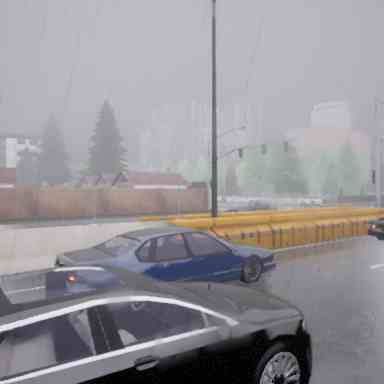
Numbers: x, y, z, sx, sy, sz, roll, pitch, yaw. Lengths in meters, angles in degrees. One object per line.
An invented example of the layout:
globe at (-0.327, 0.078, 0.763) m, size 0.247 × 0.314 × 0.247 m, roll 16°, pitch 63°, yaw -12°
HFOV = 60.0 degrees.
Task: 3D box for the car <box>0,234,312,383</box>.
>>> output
car at (-0.867, 1.489, 3.127) m, size 4.902 × 1.511 × 2.128 m, roll 0°, pitch 0°, yaw -35°

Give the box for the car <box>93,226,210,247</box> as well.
car at (-0.412, 1.533, 7.737) m, size 5.357 × 1.411 × 2.033 m, roll 0°, pitch 0°, yaw -36°

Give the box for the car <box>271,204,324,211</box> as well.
car at (7.599, 1.498, 22.174) m, size 4.181 × 1.385 × 1.994 m, roll 0°, pitch 0°, yaw -35°

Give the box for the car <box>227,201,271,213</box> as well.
car at (5.445, 1.528, 29.209) m, size 5.357 × 1.411 × 2.033 m, roll 0°, pitch 0°, yaw -38°

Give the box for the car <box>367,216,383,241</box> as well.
car at (10.136, 1.488, 15.231) m, size 5.357 × 1.411 × 2.033 m, roll 0°, pitch 0°, yaw -35°
